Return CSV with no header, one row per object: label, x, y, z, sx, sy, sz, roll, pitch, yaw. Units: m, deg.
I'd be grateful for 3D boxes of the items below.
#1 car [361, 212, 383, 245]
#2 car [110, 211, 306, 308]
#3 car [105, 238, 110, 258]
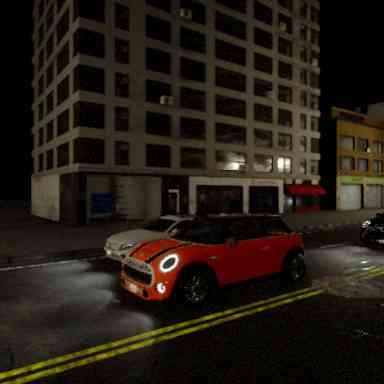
car,9.130,1.305,14.074,4.553,1.767,2.097,0,0,-36
car,0.645,1.337,8.036,4.553,1.767,2.097,0,0,-35
car,-0.547,1.508,11.164,4.674,1.442,1.812,0,0,-35
